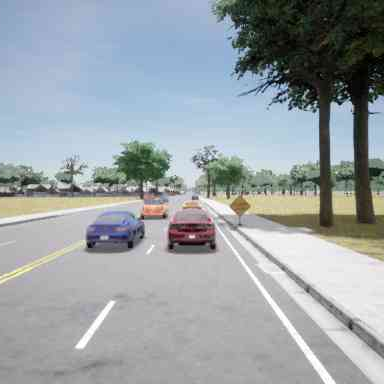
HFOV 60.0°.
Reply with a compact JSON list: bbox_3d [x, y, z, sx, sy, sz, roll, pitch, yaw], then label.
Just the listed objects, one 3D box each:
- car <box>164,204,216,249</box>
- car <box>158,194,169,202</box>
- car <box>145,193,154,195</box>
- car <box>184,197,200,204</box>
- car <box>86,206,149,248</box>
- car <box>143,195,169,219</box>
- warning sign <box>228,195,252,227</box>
[{"bbox_3d":[0.000,1.491,14.651,1.882,1.535,5.008,0,0,0],"label":"car"},{"bbox_3d":[-6.500,1.445,75.963,2.097,1.767,4.553,0,0,0],"label":"car"},{"bbox_3d":[-9.750,1.315,75.904,2.150,2.045,5.566,0,0,0],"label":"car"},{"bbox_3d":[0.000,1.511,29.651,1.882,1.535,5.008,0,0,0],"label":"car"},{"bbox_3d":[-3.250,1.539,14.652,1.812,1.442,4.674,0,0,0],"label":"car"},{"bbox_3d":[-3.250,1.392,29.622,2.097,1.767,4.553,0,0,0],"label":"car"},{"bbox_3d":[2.848,1.125,19.792,1.300,1.860,1.060,0,0,0],"label":"warning sign"}]
